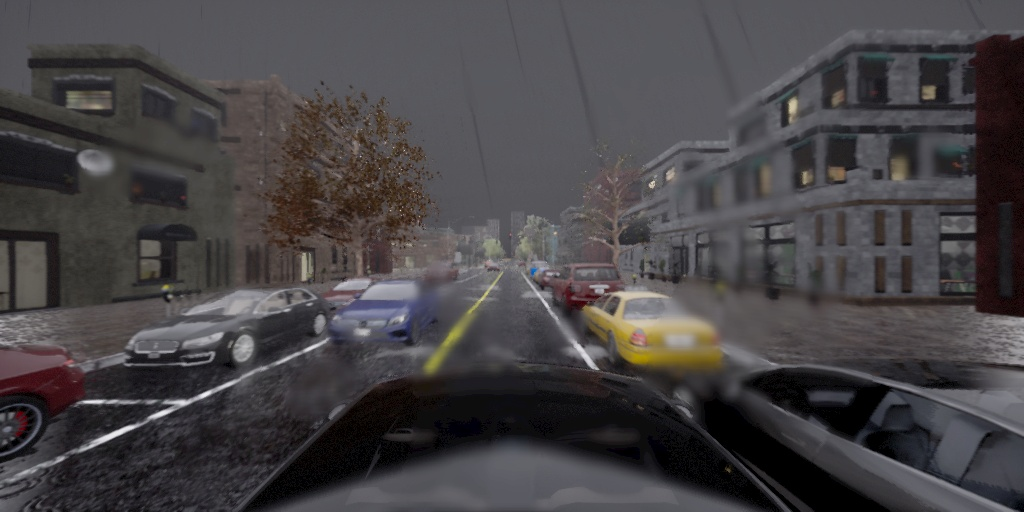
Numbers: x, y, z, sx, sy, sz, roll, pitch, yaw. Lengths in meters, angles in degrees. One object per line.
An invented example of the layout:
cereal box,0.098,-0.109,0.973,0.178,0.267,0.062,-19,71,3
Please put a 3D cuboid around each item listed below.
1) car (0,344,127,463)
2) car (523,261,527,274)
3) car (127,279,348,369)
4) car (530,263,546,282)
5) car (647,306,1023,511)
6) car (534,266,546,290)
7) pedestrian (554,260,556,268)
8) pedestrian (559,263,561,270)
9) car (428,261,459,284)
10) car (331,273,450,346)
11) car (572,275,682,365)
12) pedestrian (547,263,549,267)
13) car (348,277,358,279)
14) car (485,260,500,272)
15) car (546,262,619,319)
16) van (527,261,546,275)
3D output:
car,-5.686,1.339,2.329,1.802,1.307,4.207,0,0,0
car,2.708,1.729,46.883,1.751,1.417,4.829,0,0,0
car,-5.685,1.363,7.877,2.007,1.370,4.403,0,0,0
car,2.703,1.562,30.239,1.751,1.417,4.829,0,0,0
car,2.695,1.322,2.329,1.948,1.339,4.313,0,0,0
car,2.701,1.562,24.521,1.802,1.307,4.207,0,0,0
pedestrian,7.152,1.473,60.201,0.375,1.860,0.375,-1,0,0
pedestrian,8.153,1.746,60.800,0.375,1.300,0.375,-1,0,0
car,-5.678,1.352,30.069,2.192,1.841,5.009,0,0,0
car,-3.098,1.358,9.790,1.812,1.442,4.674,0,-1,0
car,2.698,1.338,8.046,1.751,1.417,4.829,0,0,0
pedestrian,6.153,1.772,61.401,0.375,1.300,0.375,-1,0,0
car,-5.683,1.451,13.425,1.802,1.307,4.207,0,0,0
car,-2.985,1.806,58.770,1.882,1.535,5.008,0,-1,0
car,2.698,1.183,13.425,2.192,1.841,5.009,0,0,0
van,2.704,1.433,35.617,1.690,1.789,3.998,0,0,0
